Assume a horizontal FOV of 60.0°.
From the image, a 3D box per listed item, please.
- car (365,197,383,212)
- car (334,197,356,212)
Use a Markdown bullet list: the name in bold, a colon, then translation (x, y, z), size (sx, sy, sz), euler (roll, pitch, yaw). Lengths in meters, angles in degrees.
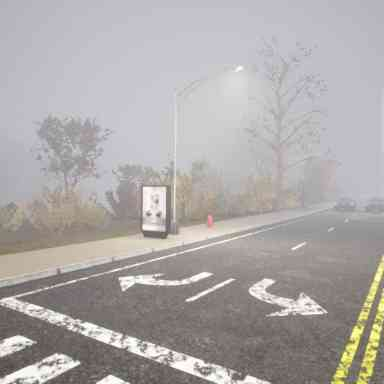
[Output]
- **car**: translation (21.253, 1.393, 38.326), size (2.097, 1.767, 4.553), euler (0, 0, 30)
- **car**: translation (18.438, 1.390, 39.950), size (2.097, 1.767, 4.553), euler (0, 0, 30)
